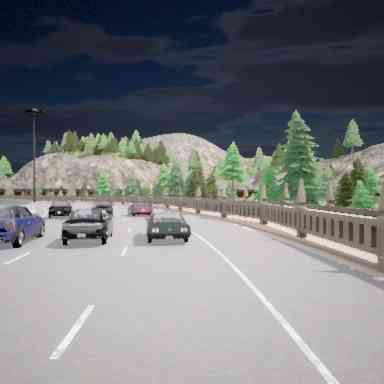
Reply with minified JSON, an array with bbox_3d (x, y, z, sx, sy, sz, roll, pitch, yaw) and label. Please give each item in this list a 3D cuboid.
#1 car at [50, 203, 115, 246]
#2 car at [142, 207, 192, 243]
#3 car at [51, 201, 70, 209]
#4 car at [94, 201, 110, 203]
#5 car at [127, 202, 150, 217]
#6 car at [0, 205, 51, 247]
[{"bbox_3d":[-4.731,1.508,15.492,2.128,1.511,4.902,0,0,-9],"label":"car"},{"bbox_3d":[-1.278,1.626,16.062,1.895,1.301,4.718,0,0,-9],"label":"car"},{"bbox_3d":[-11.701,1.532,29.797,1.882,1.535,5.008,0,0,-18],"label":"car"},{"bbox_3d":[-8.368,1.559,30.863,1.837,1.490,4.892,0,0,-18],"label":"car"},{"bbox_3d":[-5.034,1.611,31.928,1.994,1.385,4.181,0,0,-18],"label":"car"},{"bbox_3d":[-8.185,1.381,14.922,2.097,1.767,4.553,0,0,-9],"label":"car"}]
